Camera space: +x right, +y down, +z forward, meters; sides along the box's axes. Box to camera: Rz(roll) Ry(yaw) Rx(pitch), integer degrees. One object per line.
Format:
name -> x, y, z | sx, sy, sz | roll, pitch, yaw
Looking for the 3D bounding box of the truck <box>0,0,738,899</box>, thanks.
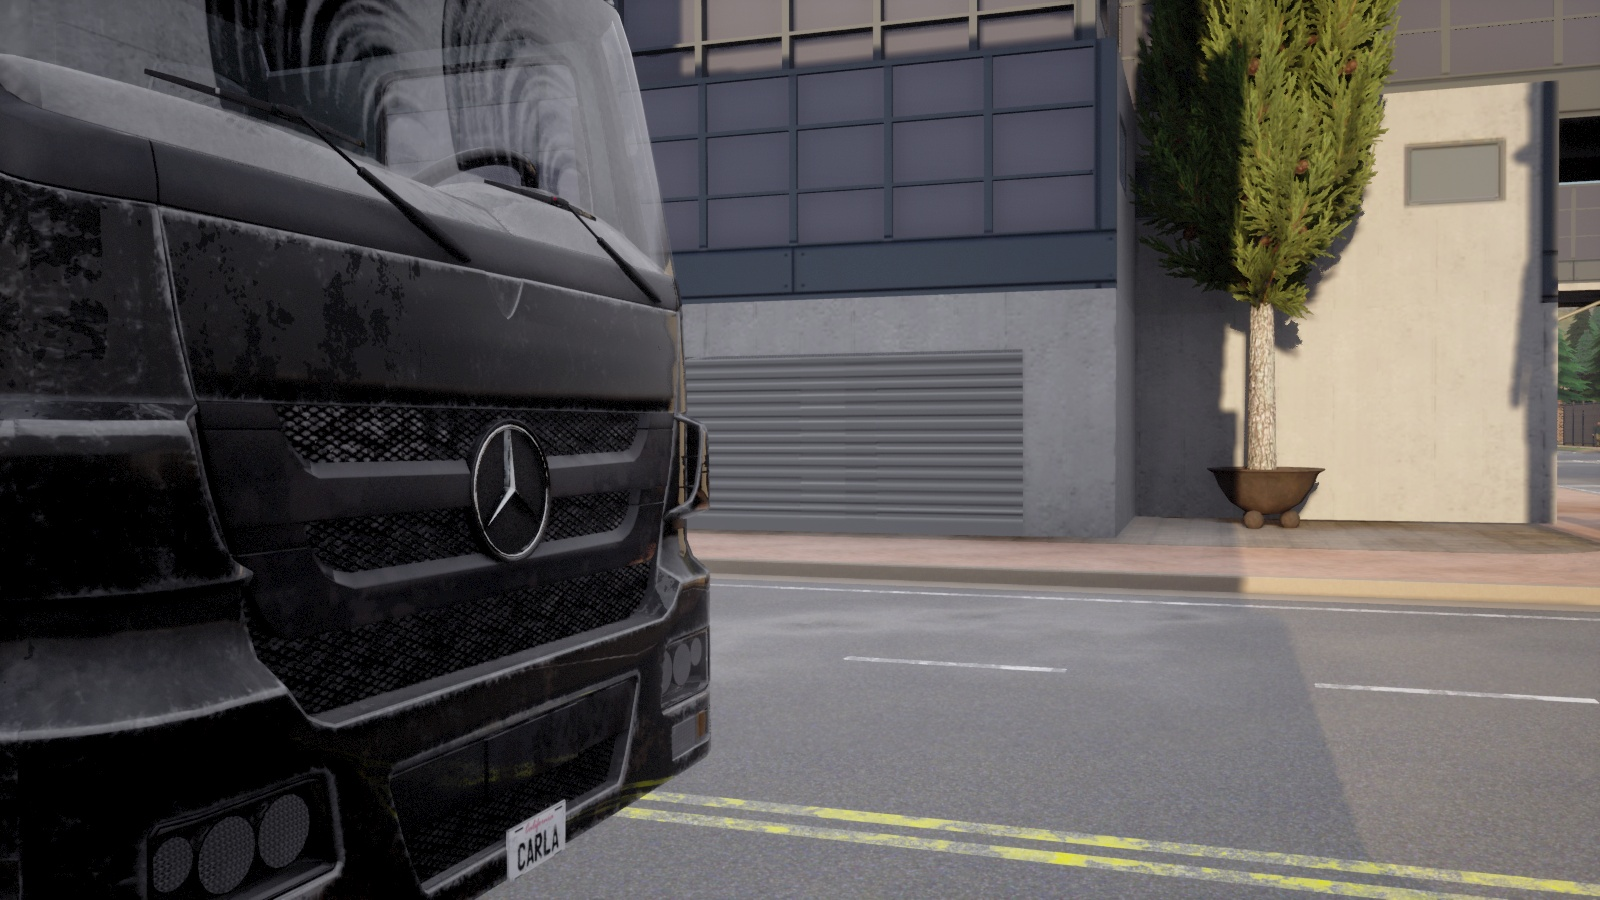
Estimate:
truck -> -4.464, -0.248, 4.736 | 7.936, 3.462, 2.891 | 1, 1, 20
